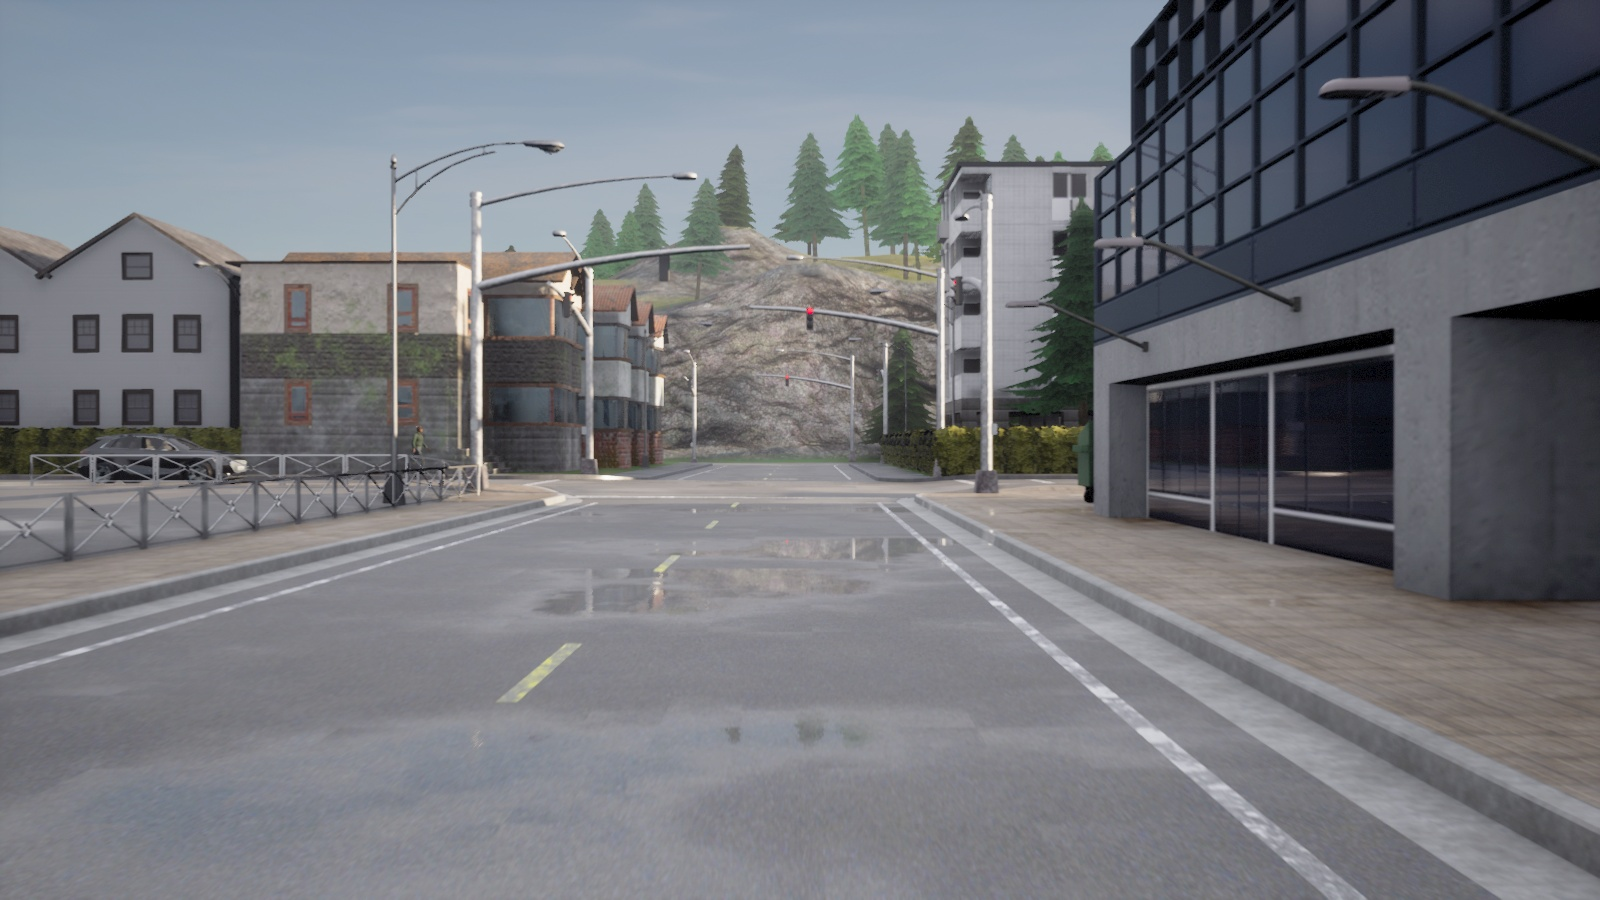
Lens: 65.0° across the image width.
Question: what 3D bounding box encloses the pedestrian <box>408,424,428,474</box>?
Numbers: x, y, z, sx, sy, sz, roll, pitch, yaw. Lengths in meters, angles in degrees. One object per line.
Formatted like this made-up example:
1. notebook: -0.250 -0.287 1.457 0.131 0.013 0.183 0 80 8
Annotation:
1. pedestrian: -14.105 -0.046 46.411 0.614 1.847 0.353 0 0 6

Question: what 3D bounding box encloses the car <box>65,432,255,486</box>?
1. car: -19.780 0.265 38.957 4.856 1.649 2.033 0 0 0
